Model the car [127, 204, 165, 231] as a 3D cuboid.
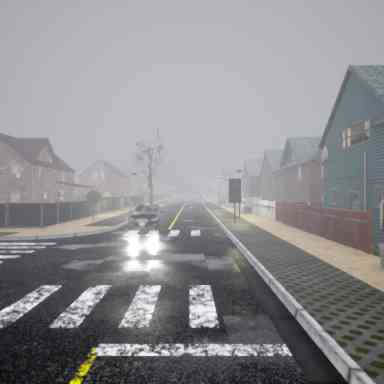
[{"bbox_3d":[-2.739,1.500,20.679,2.128,1.511,4.902,0,0,0],"label":"car"}]
